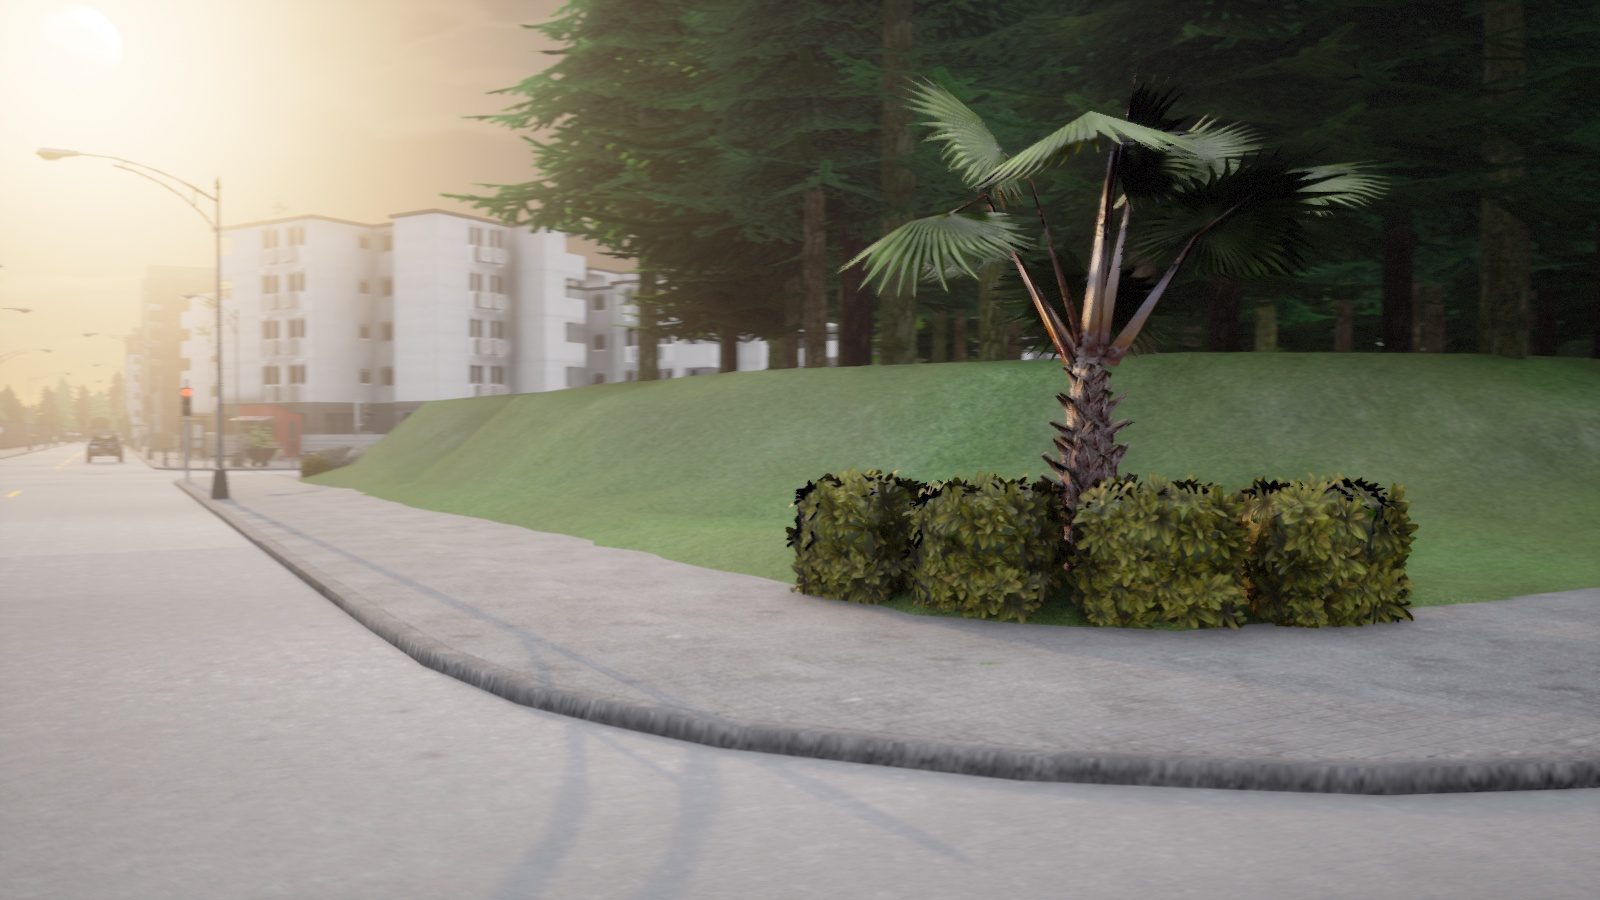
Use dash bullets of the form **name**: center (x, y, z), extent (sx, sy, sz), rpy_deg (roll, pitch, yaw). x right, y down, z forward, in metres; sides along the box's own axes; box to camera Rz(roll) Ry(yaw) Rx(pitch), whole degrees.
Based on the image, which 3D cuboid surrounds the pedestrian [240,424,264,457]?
- **pedestrian**: center (-31.052, -0.536, 71.176), extent (0.900, 1.855, 0.874), rpy_deg (1, 1, 26)

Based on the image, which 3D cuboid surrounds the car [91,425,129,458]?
- **car**: center (-40.929, -0.519, 74.524), extent (1.932, 1.855, 4.605), rpy_deg (0, 1, -29)
